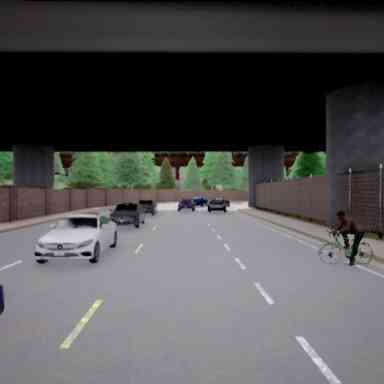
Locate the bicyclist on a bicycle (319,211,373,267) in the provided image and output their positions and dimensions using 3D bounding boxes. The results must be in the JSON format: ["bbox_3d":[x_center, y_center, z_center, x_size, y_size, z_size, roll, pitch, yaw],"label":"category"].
[{"bbox_3d":[4.629,1.404,9.998,1.656,1.620,0.582,0,0,-2],"label":"bicyclist on a bicycle"}]

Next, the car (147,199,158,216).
[{"bbox_3d":[-4.393,1.451,32.155,1.837,1.490,4.892,0,0,-1],"label":"car"}]

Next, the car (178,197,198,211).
[{"bbox_3d":[-0.577,1.461,38.975,1.812,1.442,4.674,0,0,3],"label":"car"}]

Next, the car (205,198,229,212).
[{"bbox_3d":[2.769,1.501,37.094,1.994,1.385,4.181,0,0,3],"label":"car"}]

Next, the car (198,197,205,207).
[{"bbox_3d":[1.071,1.396,48.642,1.882,1.535,5.008,0,0,15],"label":"car"}]

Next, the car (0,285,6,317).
[{"bbox_3d":[-3.632,1.597,2.678,1.895,1.301,4.718,0,0,-2],"label":"car"}]

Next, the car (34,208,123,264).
[{"bbox_3d":[-3.901,1.506,11.948,1.812,1.442,4.674,0,0,-2],"label":"car"}]

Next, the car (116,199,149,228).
[{"bbox_3d":[-4.176,1.469,21.814,1.837,1.490,4.892,0,0,-2],"label":"car"}]
